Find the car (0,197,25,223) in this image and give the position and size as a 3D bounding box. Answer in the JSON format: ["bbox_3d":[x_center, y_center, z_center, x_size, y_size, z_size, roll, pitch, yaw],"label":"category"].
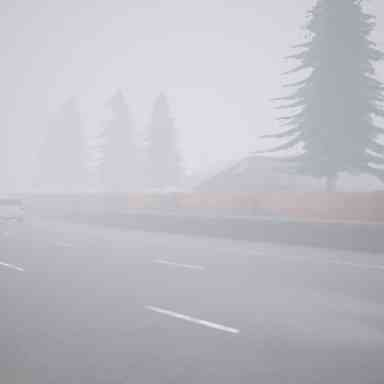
[{"bbox_3d":[-15.434,1.462,27.039,2.150,2.045,5.566,0,0,-44],"label":"car"}]
